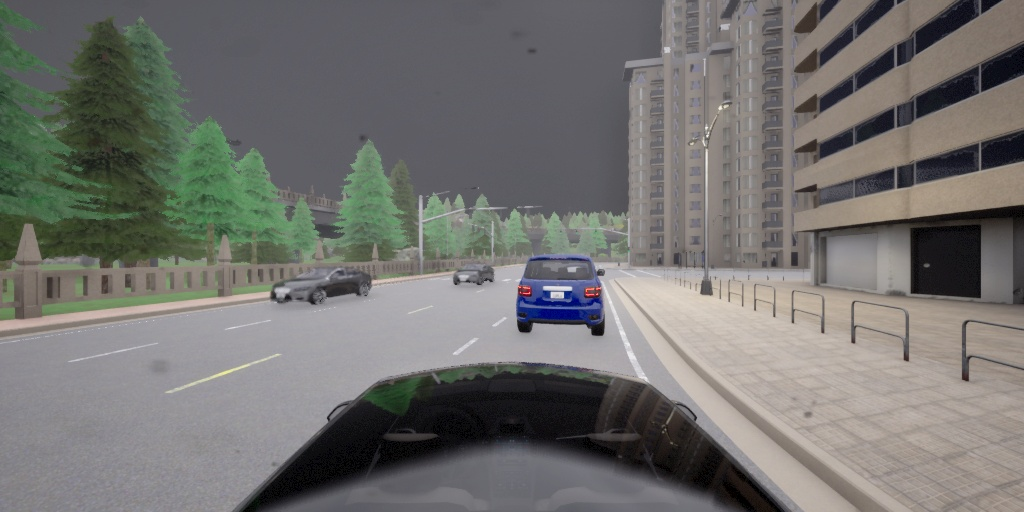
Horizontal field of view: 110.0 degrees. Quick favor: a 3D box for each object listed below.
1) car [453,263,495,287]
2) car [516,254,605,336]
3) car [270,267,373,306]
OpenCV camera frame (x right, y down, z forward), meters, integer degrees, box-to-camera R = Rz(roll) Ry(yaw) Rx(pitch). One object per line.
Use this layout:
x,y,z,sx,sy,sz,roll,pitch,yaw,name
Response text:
-2.555,1.247,25.135,2.128,1.511,4.902,0,0,13,car
1.557,0.974,10.689,2.150,2.045,5.566,0,0,12,car
-8.257,1.241,16.024,2.128,1.511,4.902,0,0,13,car
